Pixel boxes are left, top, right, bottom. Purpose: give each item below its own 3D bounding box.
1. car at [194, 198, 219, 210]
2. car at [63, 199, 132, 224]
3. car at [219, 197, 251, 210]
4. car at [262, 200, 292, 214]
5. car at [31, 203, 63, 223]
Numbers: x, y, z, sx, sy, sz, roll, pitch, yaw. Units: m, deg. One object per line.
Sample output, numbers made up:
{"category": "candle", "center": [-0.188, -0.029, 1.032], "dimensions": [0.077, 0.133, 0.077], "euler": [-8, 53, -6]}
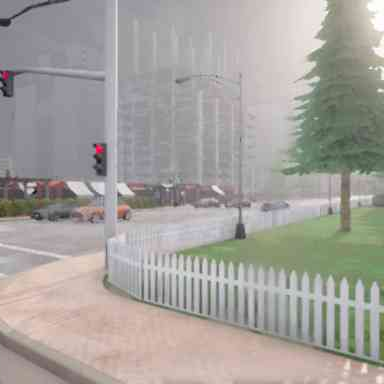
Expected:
{"category": "car", "center": [2.049, 1.458, 43.151], "dimensions": [1.812, 1.442, 4.674], "euler": [0, 0, 34]}
{"category": "car", "center": [-6.534, 1.297, 24.170], "dimensions": [2.097, 1.767, 4.553], "euler": [0, 0, 34]}
{"category": "car", "center": [5.940, 1.433, 42.656], "dimensions": [2.128, 1.511, 4.902], "euler": [0, 0, 34]}
{"category": "car", "center": [8.567, 1.488, 33.716], "dimensions": [1.812, 1.442, 4.674], "euler": [0, 0, 34]}
{"category": "car", "center": [-9.962, 1.499, 25.347], "dimensions": [1.994, 1.385, 4.181], "euler": [0, 0, 34]}
